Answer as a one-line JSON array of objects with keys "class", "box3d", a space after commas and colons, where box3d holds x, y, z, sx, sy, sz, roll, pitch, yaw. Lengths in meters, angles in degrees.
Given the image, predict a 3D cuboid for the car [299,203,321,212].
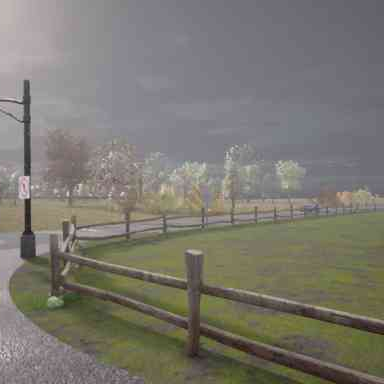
[{"class": "car", "box3d": [18.929, 2.448, 52.965, 2.033, 1.411, 5.357, -1, -2, 40]}]
